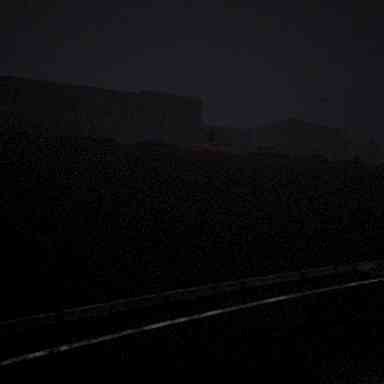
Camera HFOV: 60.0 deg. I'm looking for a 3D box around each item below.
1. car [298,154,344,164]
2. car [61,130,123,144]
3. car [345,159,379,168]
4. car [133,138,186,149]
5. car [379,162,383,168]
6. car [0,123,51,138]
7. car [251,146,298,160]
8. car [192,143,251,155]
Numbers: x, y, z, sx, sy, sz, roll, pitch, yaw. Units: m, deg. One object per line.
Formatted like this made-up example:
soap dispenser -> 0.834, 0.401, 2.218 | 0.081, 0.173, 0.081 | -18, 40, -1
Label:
car -> 12.879, -3.169, 34.744 | 4.792, 1.488, 2.163 | 3, -1, -22
car -> -8.096, -4.160, 27.113 | 4.892, 1.521, 2.231 | 2, -1, -17
car -> 17.955, -2.918, 36.899 | 4.674, 1.452, 2.002 | 3, -1, -23
car -> -2.828, -3.886, 28.834 | 4.674, 1.452, 2.002 | 3, -1, -18
car -> 22.895, -2.718, 39.124 | 4.892, 1.521, 2.231 | 3, -1, -24
car -> -13.370, -4.373, 25.497 | 4.892, 1.521, 2.231 | 2, -1, -17
car -> 7.576, -3.573, 32.612 | 4.553, 1.767, 2.185 | 3, -1, -20
car -> 2.404, -3.687, 30.671 | 5.008, 1.535, 2.097 | 3, -1, -19
